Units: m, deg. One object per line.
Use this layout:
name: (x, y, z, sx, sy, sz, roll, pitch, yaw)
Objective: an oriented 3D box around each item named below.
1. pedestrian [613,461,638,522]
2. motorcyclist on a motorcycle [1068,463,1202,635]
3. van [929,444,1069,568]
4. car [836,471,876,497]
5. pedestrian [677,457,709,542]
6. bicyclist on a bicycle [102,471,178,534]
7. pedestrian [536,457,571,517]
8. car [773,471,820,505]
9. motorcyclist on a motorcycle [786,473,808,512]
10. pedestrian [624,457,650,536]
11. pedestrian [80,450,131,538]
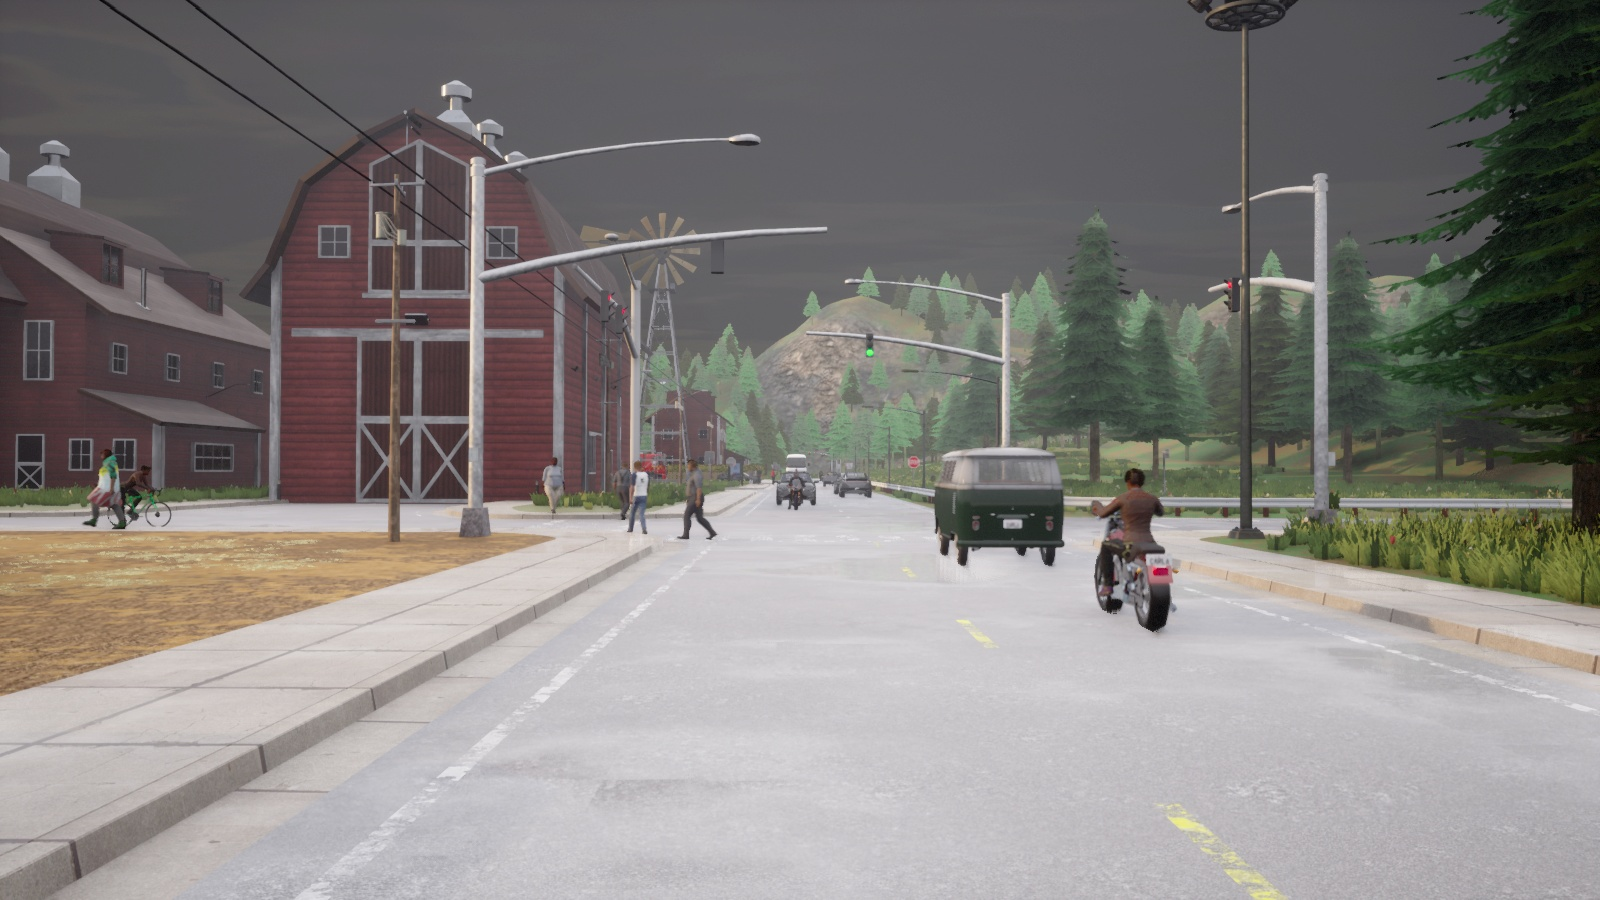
pedestrian: (-5.325, 1.252, 38.271, 0.540, 1.848, 0.694, 0, -1, 13)
motorcyclist on a motorcycle: (3.463, 0.973, 13.232, 0.766, 1.649, 2.350, 0, -1, 0)
van: (3.437, 0.931, 22.435, 1.775, 1.987, 4.442, 0, -1, 0)
car: (3.296, 2.016, 75.126, 2.128, 1.511, 4.902, 0, -1, 0)
pedestrian: (-2.360, 1.078, 27.687, 0.694, 1.848, 0.540, 0, -1, -6)
bicyclist on a bicycle: (-17.055, 1.345, 32.458, 1.656, 1.620, 0.582, 0, 0, -1)
pedestrian: (-7.694, 1.137, 39.225, 0.874, 1.855, 0.900, 0, -1, -26)
car: (-0.161, 1.759, 58.942, 2.128, 1.511, 4.902, 0, -1, 0)
motorcyclist on a motorcycle: (-0.138, 1.700, 50.747, 0.866, 1.530, 2.191, 0, -1, 0)
pedestrian: (-3.836, 1.094, 29.526, 0.354, 1.836, 0.706, 0, -1, -31)
pedestrian: (-15.661, 0.987, 28.329, 0.873, 1.952, 0.659, 0, -1, -18)
